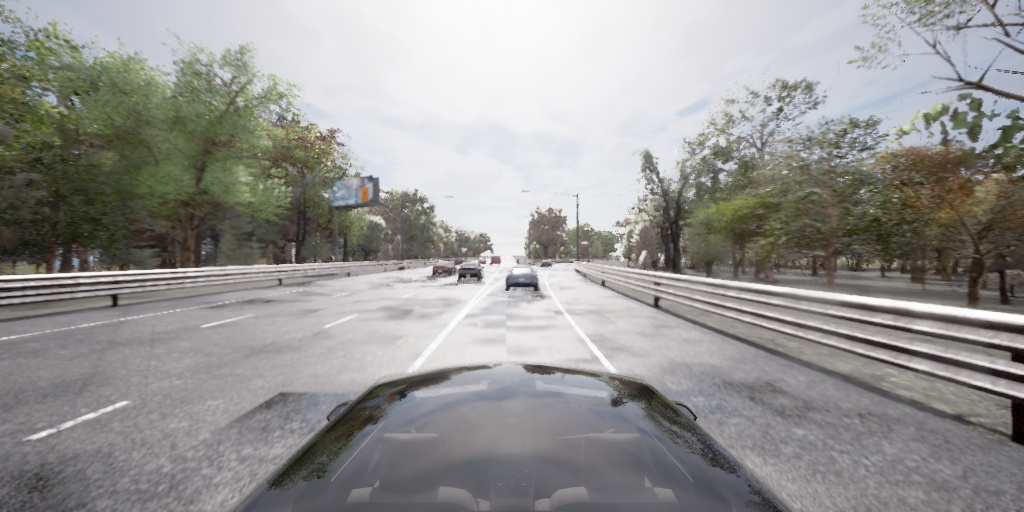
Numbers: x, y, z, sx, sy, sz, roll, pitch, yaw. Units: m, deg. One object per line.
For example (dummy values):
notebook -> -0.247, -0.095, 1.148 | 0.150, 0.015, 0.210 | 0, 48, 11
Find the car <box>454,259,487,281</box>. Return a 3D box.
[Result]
car -> -3.430, 1.253, 30.459 | 1.837, 1.490, 4.892 | 0, 0, 0

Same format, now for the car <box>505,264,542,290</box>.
car -> 0.660, 1.312, 22.392 | 1.994, 1.385, 4.181 | 0, 0, 3

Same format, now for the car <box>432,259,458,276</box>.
car -> -6.934, 1.272, 36.863 | 1.812, 1.442, 4.674 | 0, 0, 0
